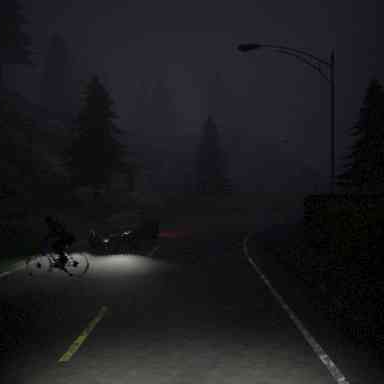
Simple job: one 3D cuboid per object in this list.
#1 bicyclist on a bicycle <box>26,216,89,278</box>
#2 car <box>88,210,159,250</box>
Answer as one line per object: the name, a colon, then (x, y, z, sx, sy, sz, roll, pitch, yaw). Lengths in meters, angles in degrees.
bicyclist on a bicycle: (-3.542, 1.454, 8.714, 1.656, 1.620, 0.582, -2, 0, 1)
car: (-2.762, 1.526, 14.584, 1.812, 1.442, 4.674, 0, 0, 10)
